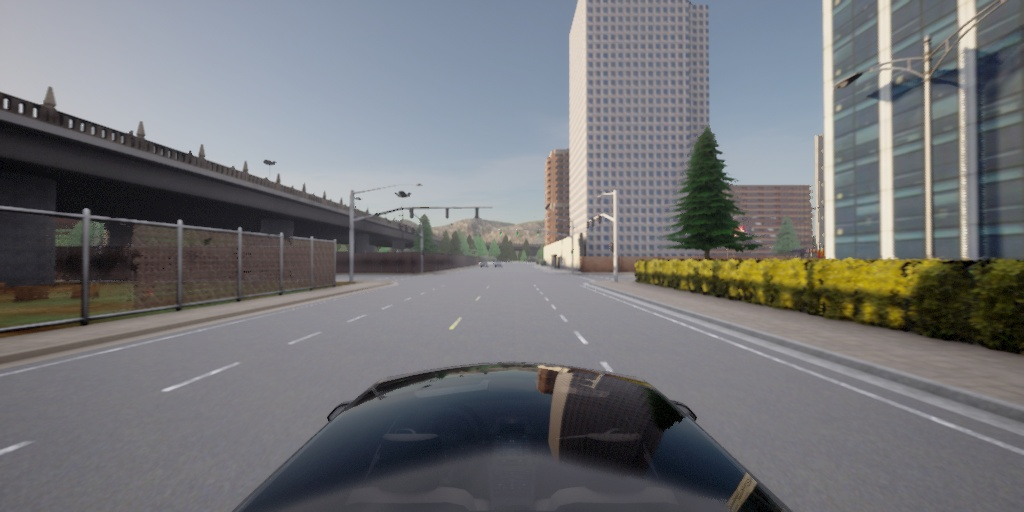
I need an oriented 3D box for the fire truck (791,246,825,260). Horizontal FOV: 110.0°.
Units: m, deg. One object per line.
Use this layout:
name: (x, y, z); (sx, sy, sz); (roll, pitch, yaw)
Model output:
fire truck: (41.225, 0.662, 46.653); (8.468, 3.827, 2.891); (0, -1, 0)
